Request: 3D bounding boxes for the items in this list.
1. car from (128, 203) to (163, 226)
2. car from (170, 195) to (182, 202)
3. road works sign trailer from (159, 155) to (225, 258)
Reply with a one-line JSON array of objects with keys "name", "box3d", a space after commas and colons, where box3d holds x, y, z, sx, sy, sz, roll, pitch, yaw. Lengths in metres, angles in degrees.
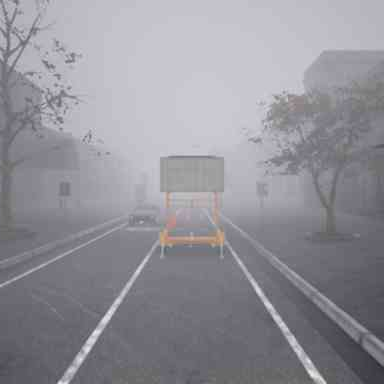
[{"name": "car", "box3d": [-3.098, 1.464, 23.092, 2.033, 1.411, 5.357, 0, 0, 0]}, {"name": "car", "box3d": [-3.026, 1.240, 63.788, 1.994, 1.385, 4.181, 0, 1, 1]}, {"name": "road works sign trailer", "box3d": [0.001, 0.417, 12.587, 2.380, 3.560, 2.880, 0, 0, 0]}]
